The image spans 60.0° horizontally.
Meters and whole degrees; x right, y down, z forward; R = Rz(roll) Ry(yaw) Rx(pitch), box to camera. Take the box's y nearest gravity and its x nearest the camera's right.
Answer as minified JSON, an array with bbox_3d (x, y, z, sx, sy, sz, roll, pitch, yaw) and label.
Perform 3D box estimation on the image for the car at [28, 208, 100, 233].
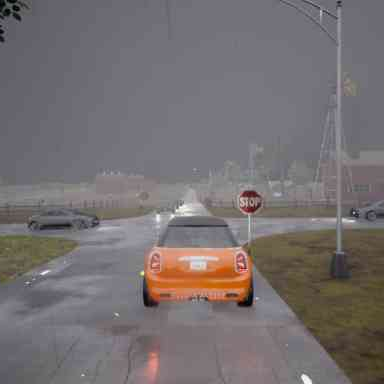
[{"bbox_3d":[-8.058,1.729,21.031,4.181,1.385,1.994,-2,1,1],"label":"car"}]

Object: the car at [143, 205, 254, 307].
[{"bbox_3d":[0.120,1.354,8.151,2.097,1.767,4.553,0,0,0],"label":"car"}]

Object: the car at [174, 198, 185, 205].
[{"bbox_3d":[-2.575,1.900,69.467,2.033,1.411,5.357,0,-1,0],"label":"car"}]

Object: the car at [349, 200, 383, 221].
[{"bbox_3d":[13.563,1.267,23.823,4.181,1.385,1.994,-1,1,-1],"label":"car"}]

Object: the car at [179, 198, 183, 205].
[{"bbox_3d":[-2.725,1.670,46.394,2.033,1.411,5.357,0,0,0],"label":"car"}]

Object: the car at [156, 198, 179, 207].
[{"bbox_3d":[-2.750,1.571,36.597,1.837,1.490,4.892,0,0,0],"label":"car"}]

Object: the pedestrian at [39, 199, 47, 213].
[{"bbox_3d":[-12.086,1.466,27.030,0.375,1.860,0.375,0,2,0],"label":"pedestrian"}]
